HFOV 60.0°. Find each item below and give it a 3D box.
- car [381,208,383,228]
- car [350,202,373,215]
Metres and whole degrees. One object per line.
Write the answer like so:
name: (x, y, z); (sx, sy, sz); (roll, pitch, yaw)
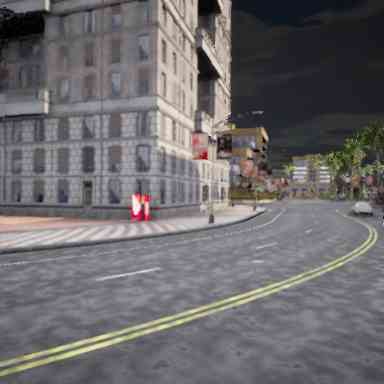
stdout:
car: (13.214, 1.715, 20.967); (1.837, 1.490, 4.892); (1, 0, 26)
car: (19.416, 1.883, 38.151); (1.812, 1.442, 4.674); (0, -1, 19)
